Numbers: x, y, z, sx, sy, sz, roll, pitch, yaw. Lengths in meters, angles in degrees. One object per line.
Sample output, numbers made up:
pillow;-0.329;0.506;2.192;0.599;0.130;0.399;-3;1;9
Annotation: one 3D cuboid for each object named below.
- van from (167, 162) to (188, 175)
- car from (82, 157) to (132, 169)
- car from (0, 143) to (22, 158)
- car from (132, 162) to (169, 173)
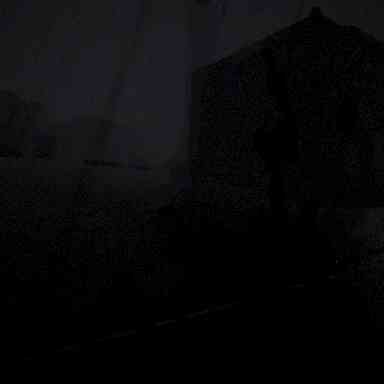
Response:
van;-1.713;-2.654;42.478;1.878;1.987;4.442;0;-2;39
car;-8.852;-2.770;33.827;2.002;1.452;4.674;0;-1;41
car;-16.177;-3.350;25.573;2.435;2.045;5.566;0;-1;44
car;-5.295;-2.593;38.073;2.002;1.452;4.674;0;-2;40
